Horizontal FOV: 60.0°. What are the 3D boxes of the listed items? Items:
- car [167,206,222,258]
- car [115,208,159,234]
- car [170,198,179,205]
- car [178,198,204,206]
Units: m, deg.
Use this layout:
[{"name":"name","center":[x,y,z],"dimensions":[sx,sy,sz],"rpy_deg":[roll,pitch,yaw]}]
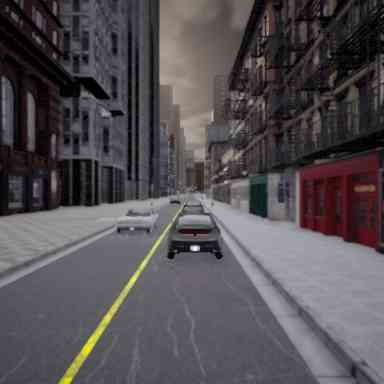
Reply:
[{"name":"car","center":[0.099,1.506,12.796],"dimensions":[1.837,1.490,4.892],"rpy_deg":[0,0,0]},{"name":"car","center":[-3.099,1.605,19.448],"dimensions":[1.895,1.301,4.718],"rpy_deg":[0,0,0]},{"name":"car","center":[-3.034,1.679,60.629],"dimensions":[1.895,1.301,4.718],"rpy_deg":[0,0,1]},{"name":"car","center":[0.101,1.506,29.799],"dimensions":[2.128,1.511,4.902],"rpy_deg":[0,0,0]}]
